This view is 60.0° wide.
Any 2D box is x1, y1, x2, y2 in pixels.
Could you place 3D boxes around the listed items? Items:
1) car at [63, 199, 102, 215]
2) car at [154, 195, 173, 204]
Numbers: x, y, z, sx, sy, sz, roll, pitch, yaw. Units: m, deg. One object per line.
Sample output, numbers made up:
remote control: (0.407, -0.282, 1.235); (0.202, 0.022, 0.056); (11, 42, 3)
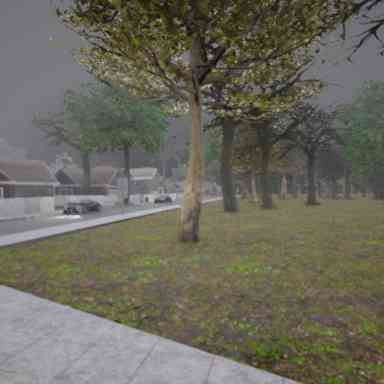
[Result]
car: (-10.053, 1.362, 30.827); (1.994, 1.385, 4.181); (-1, 0, 12)
car: (-4.713, 1.224, 55.249); (2.033, 1.411, 5.357); (-1, 0, 13)
